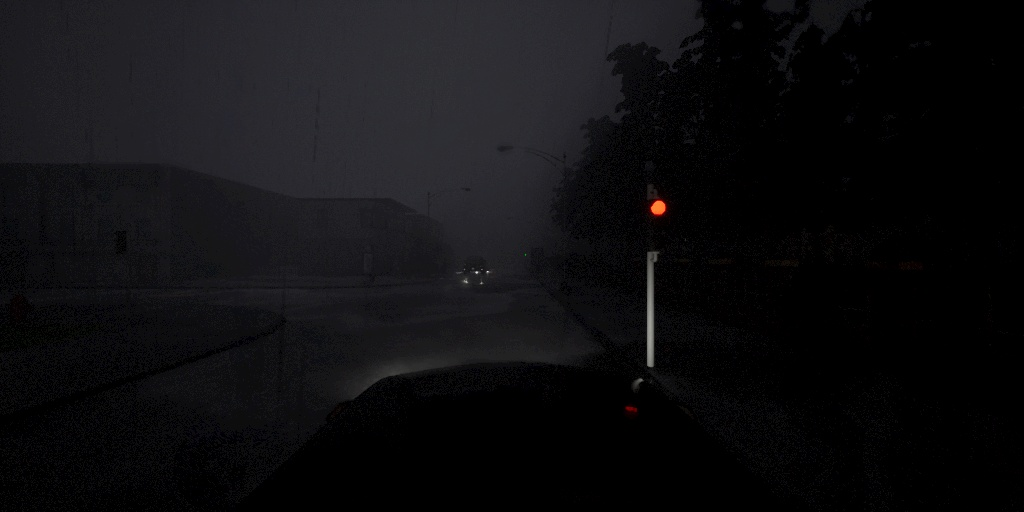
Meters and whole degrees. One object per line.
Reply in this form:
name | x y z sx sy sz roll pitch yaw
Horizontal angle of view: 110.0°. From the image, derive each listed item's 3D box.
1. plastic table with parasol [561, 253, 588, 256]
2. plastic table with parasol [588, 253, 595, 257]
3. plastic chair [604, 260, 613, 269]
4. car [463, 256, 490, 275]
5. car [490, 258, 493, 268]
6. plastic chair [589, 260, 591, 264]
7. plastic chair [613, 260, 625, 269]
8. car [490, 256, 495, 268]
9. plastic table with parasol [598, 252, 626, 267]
plastic table with parasol | 10.020 0.684 57.826 2.482 2.480 2.482 0 0 -40
plastic table with parasol | 14.722 0.672 63.297 2.482 2.480 2.482 0 0 -42
plastic chair | 14.363 1.305 54.181 0.730 1.272 0.750 0 0 -35
car | -4.067 0.971 40.143 2.150 2.045 5.566 0 0 0
car | -4.053 1.350 50.320 1.895 1.301 4.718 0 0 0
plastic chair | 13.769 1.304 62.410 0.730 1.272 0.750 0 0 -35
plastic chair | 16.069 1.296 54.083 0.750 1.272 0.730 0 0 -40
car | -4.023 0.971 60.513 2.150 2.045 5.566 0 0 1
plastic table with parasol | 15.337 0.694 55.082 2.482 2.480 2.482 0 0 -40
